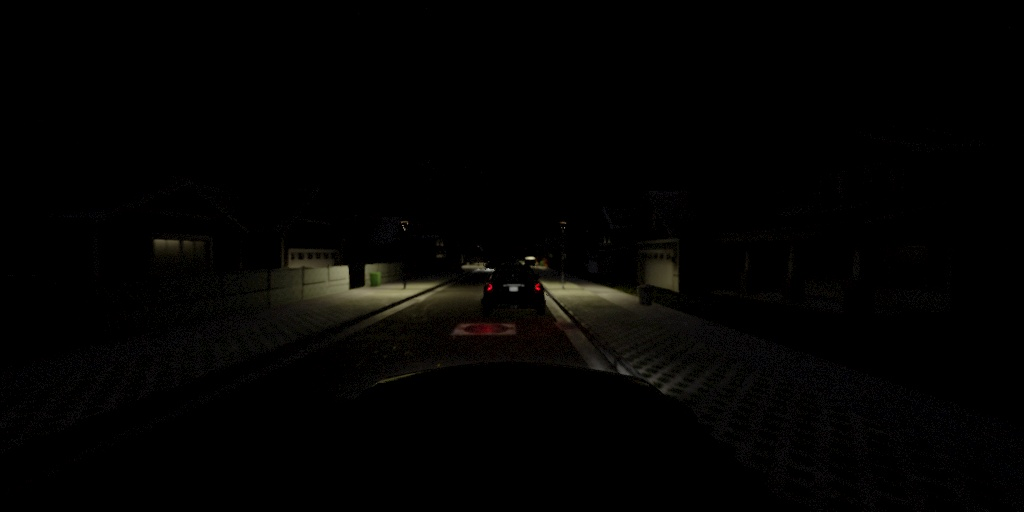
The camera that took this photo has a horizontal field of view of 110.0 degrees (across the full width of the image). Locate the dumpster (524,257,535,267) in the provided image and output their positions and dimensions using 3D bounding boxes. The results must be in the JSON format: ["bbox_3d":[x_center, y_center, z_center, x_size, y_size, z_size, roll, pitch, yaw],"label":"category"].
[{"bbox_3d":[3.009,1.078,61.093,1.020,1.700,1.940,0,0,0],"label":"dumpster"}]

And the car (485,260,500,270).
[{"bbox_3d":[-2.816,1.261,53.742,1.994,1.385,4.181,0,0,0],"label":"car"}]

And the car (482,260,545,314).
[{"bbox_3d":[0.069,1.094,13.795,2.097,1.767,4.553,0,0,0],"label":"car"}]
